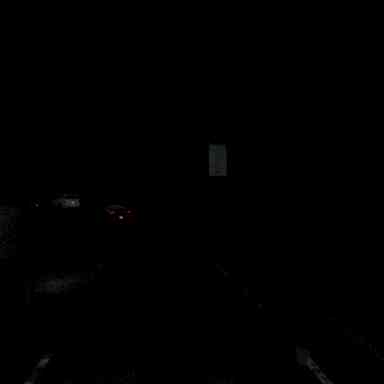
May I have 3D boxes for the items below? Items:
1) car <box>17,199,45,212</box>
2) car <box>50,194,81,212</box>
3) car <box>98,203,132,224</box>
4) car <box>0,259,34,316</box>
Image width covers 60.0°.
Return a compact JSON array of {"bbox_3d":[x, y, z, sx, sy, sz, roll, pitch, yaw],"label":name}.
[{"bbox_3d":[-18.687,1.520,38.494,2.033,1.411,5.357,1,0,-41],"label":"car"},{"bbox_3d":[-15.169,1.230,39.710,2.150,2.045,5.566,1,0,-39],"label":"car"},{"bbox_3d":[-5.748,1.540,24.670,1.812,1.442,4.674,0,0,-24],"label":"car"},{"bbox_3d":[-3.936,1.538,4.759,1.812,1.442,4.674,0,0,-5],"label":"car"}]
